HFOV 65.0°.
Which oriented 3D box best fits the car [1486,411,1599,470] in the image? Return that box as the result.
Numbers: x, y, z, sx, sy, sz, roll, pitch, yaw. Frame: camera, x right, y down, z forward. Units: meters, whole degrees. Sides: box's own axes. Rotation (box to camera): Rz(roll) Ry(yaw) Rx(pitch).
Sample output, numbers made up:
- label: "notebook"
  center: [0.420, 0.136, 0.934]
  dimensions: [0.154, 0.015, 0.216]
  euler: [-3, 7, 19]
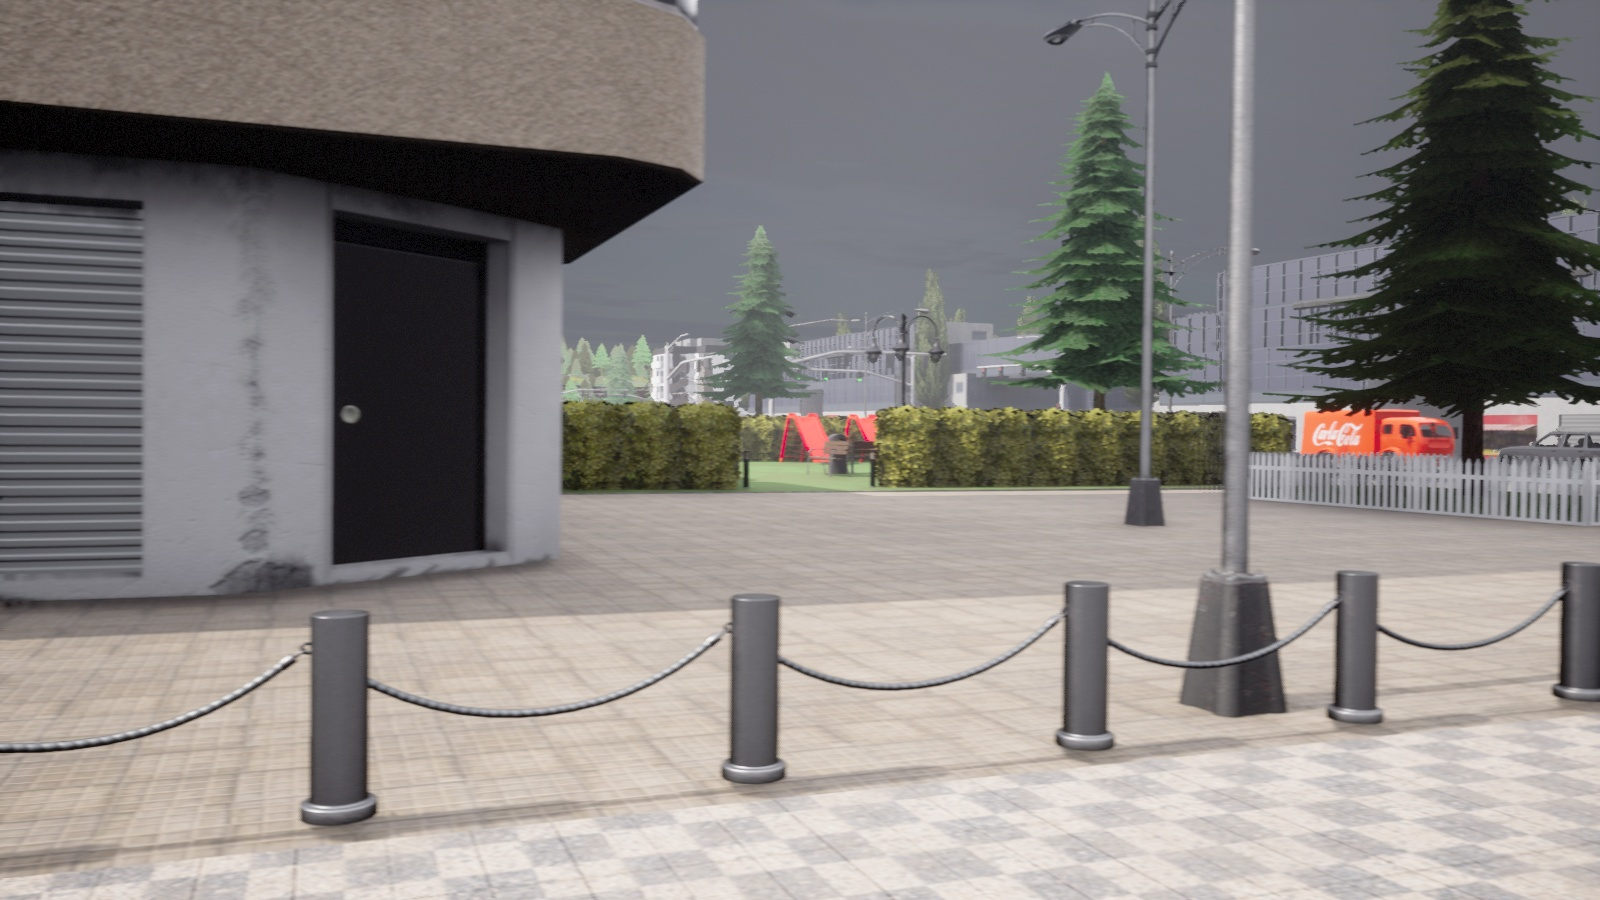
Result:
- label: "car"
  center: [25.433, -0.341, 41.589]
  dimensions: [1.932, 1.855, 4.605]
  euler: [-1, 1, -21]

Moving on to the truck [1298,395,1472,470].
- label: "truck"
  center: [20.561, -0.638, 44.434]
  dimensions: [2.627, 2.467, 5.204]
  euler: [-1, 1, -21]
